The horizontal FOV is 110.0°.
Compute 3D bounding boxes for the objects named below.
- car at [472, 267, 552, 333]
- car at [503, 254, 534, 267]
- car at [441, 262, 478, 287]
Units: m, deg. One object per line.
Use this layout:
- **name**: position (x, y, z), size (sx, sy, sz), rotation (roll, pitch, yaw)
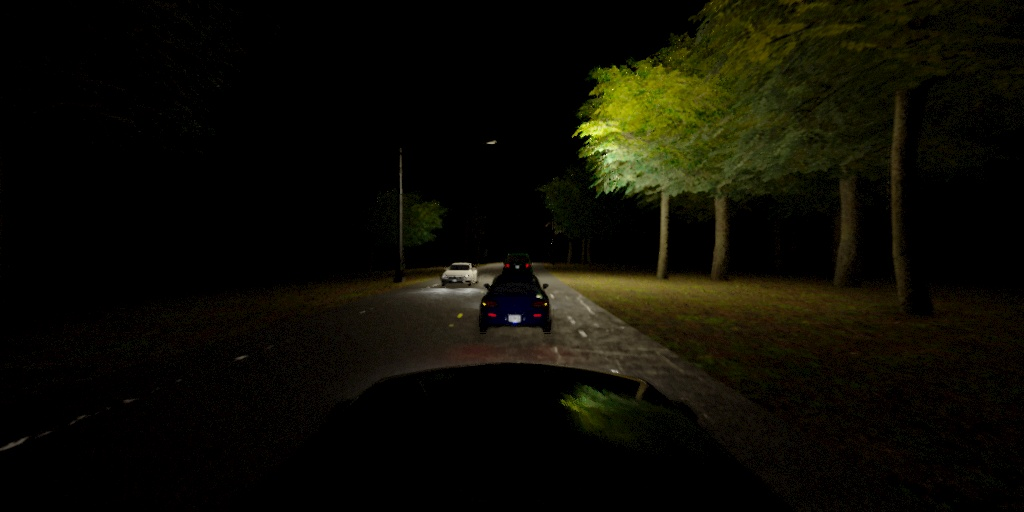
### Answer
- **car**: position (0.110, 1.227, 10.397), size (1.812, 1.442, 4.674), rotation (0, 0, 1)
- **car**: position (0.478, 0.828, 27.661), size (2.150, 2.045, 5.566), rotation (0, 1, 2)
- **car**: position (-3.267, 1.152, 23.176), size (1.812, 1.442, 4.674), rotation (0, 0, 2)
